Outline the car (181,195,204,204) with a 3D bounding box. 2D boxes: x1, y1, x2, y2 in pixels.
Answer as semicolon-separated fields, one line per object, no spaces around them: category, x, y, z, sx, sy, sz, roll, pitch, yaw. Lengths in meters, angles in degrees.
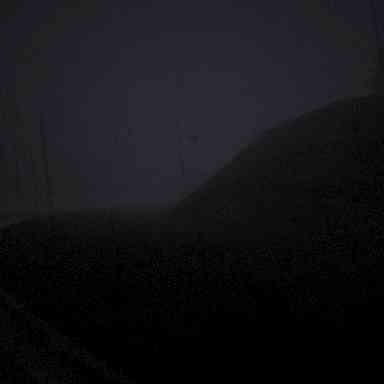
car;0.191;1.460;64.015;4.553;1.767;2.097;1;0;-34
